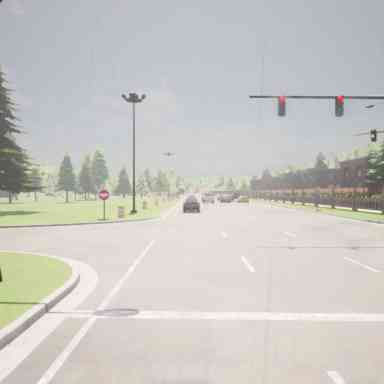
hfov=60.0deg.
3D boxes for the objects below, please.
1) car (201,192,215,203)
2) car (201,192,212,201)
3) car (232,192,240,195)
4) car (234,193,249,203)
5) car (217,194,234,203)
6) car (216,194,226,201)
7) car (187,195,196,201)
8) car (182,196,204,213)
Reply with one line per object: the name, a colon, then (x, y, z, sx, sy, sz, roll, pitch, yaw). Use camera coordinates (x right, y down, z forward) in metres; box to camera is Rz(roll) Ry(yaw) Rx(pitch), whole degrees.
car: (3.408, 1.221, 68.128, 2.150, 2.045, 5.566, 0, 0, 0)
car: (3.393, 1.057, 78.548, 2.150, 2.045, 5.566, 0, 0, 0)
car: (10.393, 1.057, 78.557, 2.150, 2.045, 5.566, 0, 0, 0)
car: (10.408, 1.477, 68.107, 1.882, 1.535, 5.008, 0, 0, 0)
car: (6.907, 1.564, 68.519, 1.994, 1.385, 4.181, 0, 0, 0)
car: (6.893, 1.310, 78.522, 1.882, 1.535, 5.008, 0, 0, 0)
car: (-0.107, 1.372, 78.513, 2.033, 1.411, 5.357, 0, 0, 0)
car: (-0.051, 1.492, 37.480, 2.128, 1.511, 4.902, 0, 0, 0)
